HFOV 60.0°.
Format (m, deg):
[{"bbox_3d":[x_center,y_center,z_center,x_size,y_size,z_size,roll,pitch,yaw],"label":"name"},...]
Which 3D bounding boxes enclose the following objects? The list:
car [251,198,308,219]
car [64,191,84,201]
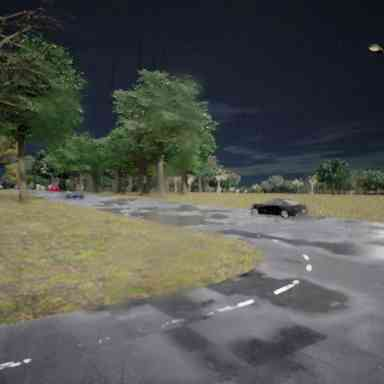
[{"bbox_3d":[7.058,1.259,27.247,1.882,1.535,5.008,-1,2,-35],"label":"car"},{"bbox_3d":[-17.821,0.568,50.302,1.895,1.301,4.718,-1,2,-35],"label":"car"}]
